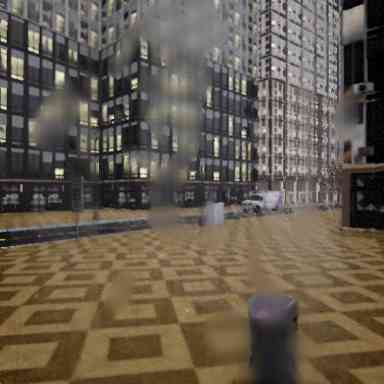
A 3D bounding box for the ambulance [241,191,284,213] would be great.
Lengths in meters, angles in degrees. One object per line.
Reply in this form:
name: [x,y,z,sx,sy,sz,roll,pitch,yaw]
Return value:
ambulance: [8.378,1.109,39.518,2.351,2.431,6.366,0,0,44]
